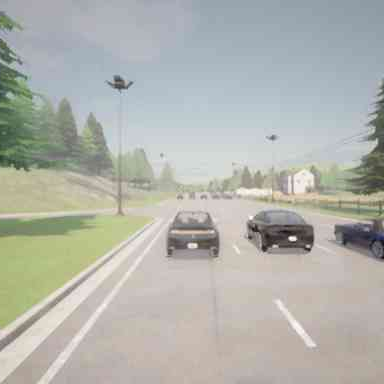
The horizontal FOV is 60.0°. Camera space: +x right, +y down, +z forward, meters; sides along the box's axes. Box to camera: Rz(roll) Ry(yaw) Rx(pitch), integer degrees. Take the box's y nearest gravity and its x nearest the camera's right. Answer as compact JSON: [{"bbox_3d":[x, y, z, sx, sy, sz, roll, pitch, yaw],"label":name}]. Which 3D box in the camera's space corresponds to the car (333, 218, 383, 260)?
[{"bbox_3d":[7.041,1.597,12.330,1.895,1.301,4.718,0,0,1],"label":"car"}]

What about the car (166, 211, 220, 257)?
[{"bbox_3d":[0.048,1.489,12.950,2.128,1.511,4.902,0,0,1],"label":"car"}]

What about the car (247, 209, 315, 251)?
[{"bbox_3d":[3.559,1.474,14.137,1.882,1.535,5.008,0,0,1],"label":"car"}]
